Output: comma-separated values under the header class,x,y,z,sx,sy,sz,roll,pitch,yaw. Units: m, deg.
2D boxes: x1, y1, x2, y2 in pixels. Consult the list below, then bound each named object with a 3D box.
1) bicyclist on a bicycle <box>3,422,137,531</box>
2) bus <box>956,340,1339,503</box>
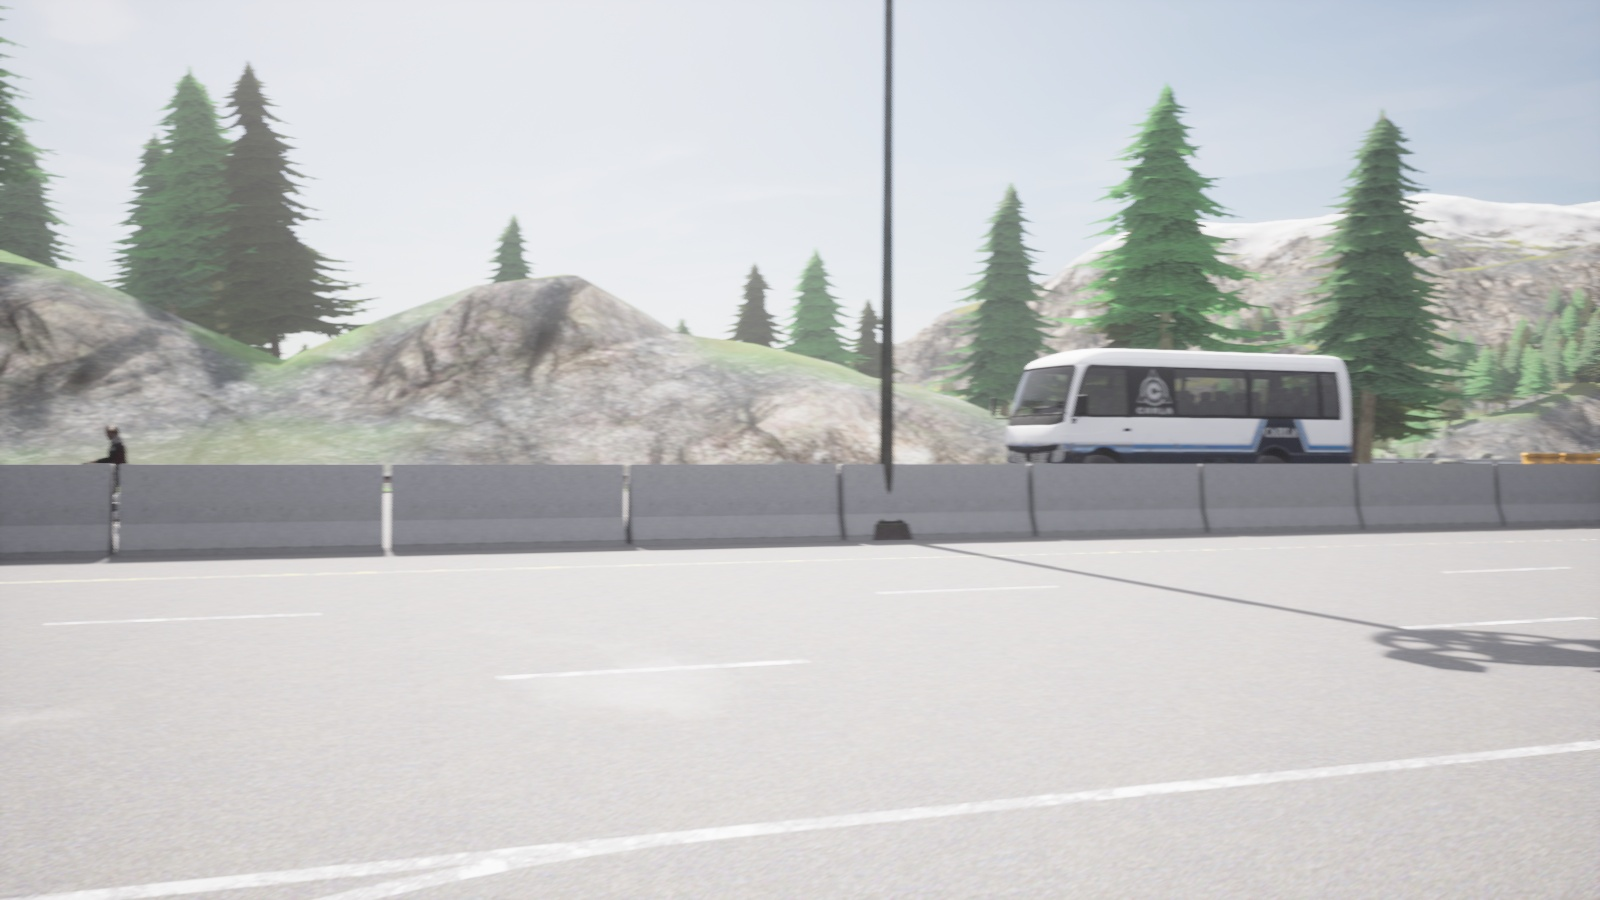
class,x,y,z,sx,sy,sz,roll,pitch,yaw
bicyclist on a bicycle,-12.139,0.435,20.941,1.843,1.776,0.659,0,0,-20
bus,10.038,-0.736,36.387,10.273,4.253,3.944,0,0,-20
